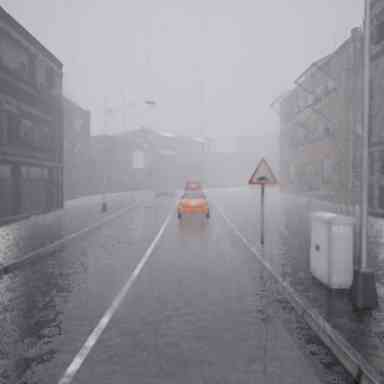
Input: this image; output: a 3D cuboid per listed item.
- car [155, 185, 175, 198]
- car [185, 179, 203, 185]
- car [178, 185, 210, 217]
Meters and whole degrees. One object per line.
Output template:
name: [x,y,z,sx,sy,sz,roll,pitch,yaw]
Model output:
car: [-2.976,-0.073,38.008,1.994,1.385,4.181,0,4,1]
car: [0.245,-0.712,42.446,2.150,2.045,5.566,0,4,2]
car: [0.105,0.673,23.258,2.097,1.767,4.553,0,3,0]
